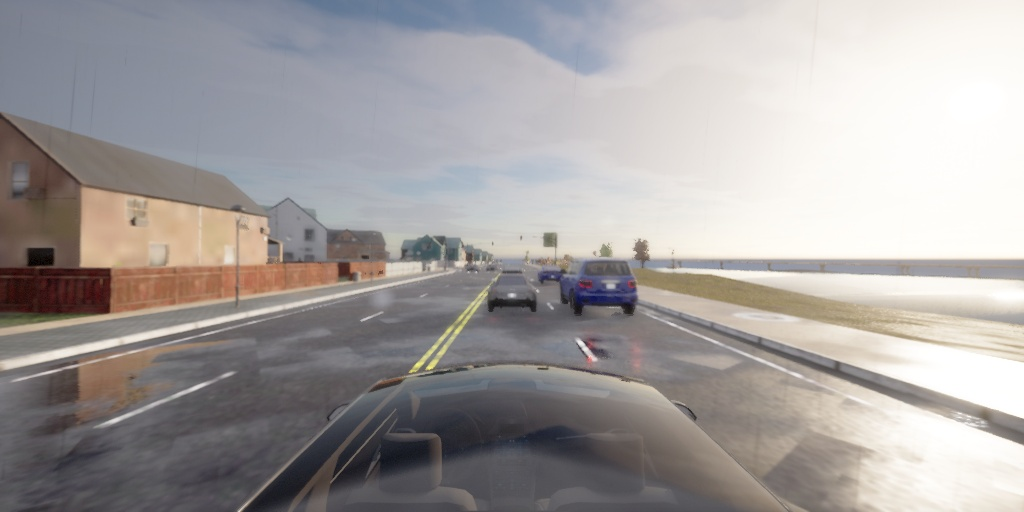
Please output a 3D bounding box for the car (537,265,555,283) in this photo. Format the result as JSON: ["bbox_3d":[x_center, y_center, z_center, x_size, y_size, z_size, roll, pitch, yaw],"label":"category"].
[{"bbox_3d":[3.280,1.525,31.093,1.882,1.535,5.008,0,0,0],"label":"car"}]

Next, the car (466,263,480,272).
[{"bbox_3d":[-6.509,1.933,60.415,1.994,1.385,4.181,0,-1,0],"label":"car"}]

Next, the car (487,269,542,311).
[{"bbox_3d":[0.021,1.450,15.354,1.994,1.385,4.181,0,0,1],"label":"car"}]

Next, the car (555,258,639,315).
[{"bbox_3d":[3.261,1.101,14.419,2.150,2.045,5.566,0,0,0],"label":"car"}]

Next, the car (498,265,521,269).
[{"bbox_3d":[0.030,1.526,31.112,1.882,1.535,5.008,0,0,0],"label":"car"}]

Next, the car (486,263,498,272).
[{"bbox_3d":[-3.255,1.932,60.366,1.994,1.385,4.181,0,-1,1],"label":"car"}]
